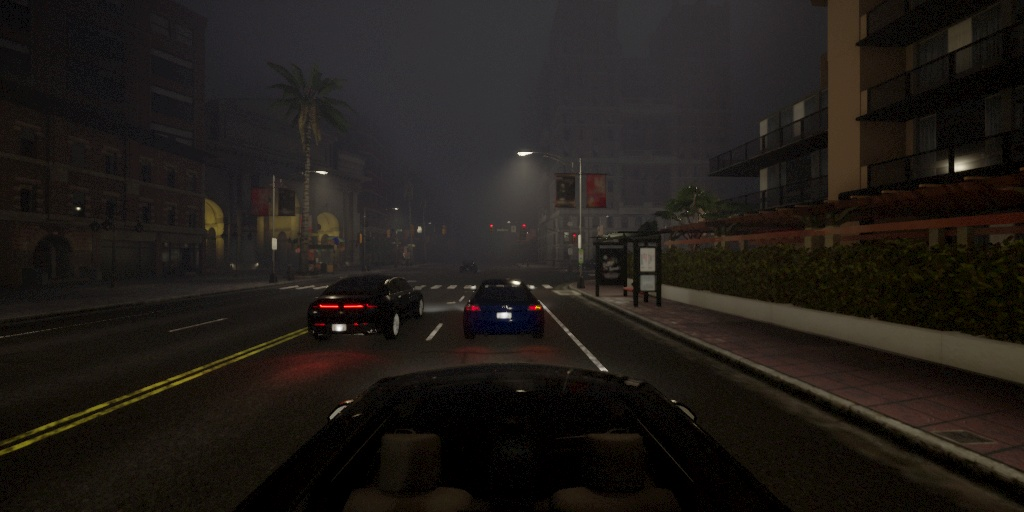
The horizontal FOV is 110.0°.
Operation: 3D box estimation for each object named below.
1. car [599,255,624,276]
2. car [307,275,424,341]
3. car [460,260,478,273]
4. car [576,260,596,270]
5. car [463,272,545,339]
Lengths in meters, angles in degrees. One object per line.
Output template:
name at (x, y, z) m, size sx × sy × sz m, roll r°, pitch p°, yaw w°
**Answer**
car at (11.661, 0.969, 35.079) m, size 5.566 × 2.045 × 2.150 m, roll 0°, pitch -1°, yaw -7°
car at (-3.737, 1.254, 9.940) m, size 1.837 × 1.490 × 4.892 m, roll 0°, pitch 0°, yaw -3°
car at (-5.086, 1.239, 42.567) m, size 2.128 × 1.511 × 4.902 m, roll 0°, pitch 0°, yaw -2°
car at (11.492, 1.253, 50.336) m, size 4.892 × 1.490 × 1.837 m, roll 0°, pitch 0°, yaw 0°
car at (-0.248, 1.313, 10.100) m, size 1.994 × 1.385 × 4.181 m, roll 0°, pitch 0°, yaw -2°
